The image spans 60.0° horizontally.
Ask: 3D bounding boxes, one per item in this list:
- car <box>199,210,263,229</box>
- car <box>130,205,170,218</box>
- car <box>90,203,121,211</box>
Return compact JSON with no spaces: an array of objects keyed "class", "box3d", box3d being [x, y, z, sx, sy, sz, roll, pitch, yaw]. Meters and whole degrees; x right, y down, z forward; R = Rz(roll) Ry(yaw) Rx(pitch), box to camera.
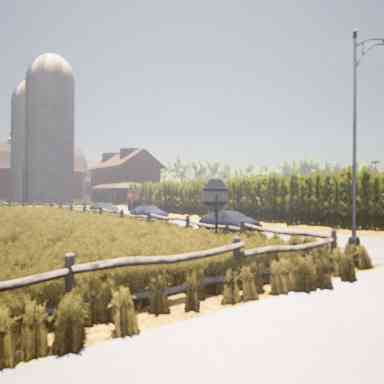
[{"class":"car","box3d":[2.195,1.799,19.687,1.994,1.385,4.181,1,-1,-36]},{"class":"car","box3d":[-3.637,1.815,27.834,1.812,1.442,4.674,1,-1,-35]},{"class":"car","box3d":[-9.474,1.851,36.024,2.033,1.411,5.357,1,0,-35]}]
